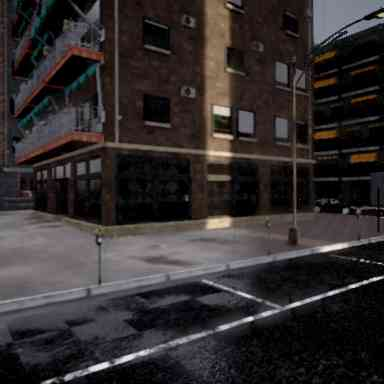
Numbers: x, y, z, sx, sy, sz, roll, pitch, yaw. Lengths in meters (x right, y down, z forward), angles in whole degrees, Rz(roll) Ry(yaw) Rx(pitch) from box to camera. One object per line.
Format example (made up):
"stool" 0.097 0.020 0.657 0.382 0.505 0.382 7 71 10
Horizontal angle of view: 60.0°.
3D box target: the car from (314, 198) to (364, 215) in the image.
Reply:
"car" 12.362 1.196 28.563 2.008 1.369 4.403 1 0 -36
